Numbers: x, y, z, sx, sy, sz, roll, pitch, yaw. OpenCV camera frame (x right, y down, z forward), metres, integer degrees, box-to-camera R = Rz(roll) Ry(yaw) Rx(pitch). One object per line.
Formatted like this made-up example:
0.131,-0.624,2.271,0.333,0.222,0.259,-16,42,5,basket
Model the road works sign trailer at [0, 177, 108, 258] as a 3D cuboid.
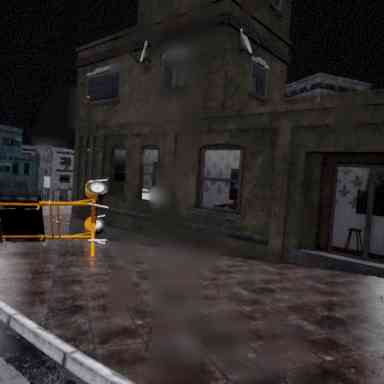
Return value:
-4.861,1.154,11.776,3.560,2.380,2.880,2,43,-17,road works sign trailer
